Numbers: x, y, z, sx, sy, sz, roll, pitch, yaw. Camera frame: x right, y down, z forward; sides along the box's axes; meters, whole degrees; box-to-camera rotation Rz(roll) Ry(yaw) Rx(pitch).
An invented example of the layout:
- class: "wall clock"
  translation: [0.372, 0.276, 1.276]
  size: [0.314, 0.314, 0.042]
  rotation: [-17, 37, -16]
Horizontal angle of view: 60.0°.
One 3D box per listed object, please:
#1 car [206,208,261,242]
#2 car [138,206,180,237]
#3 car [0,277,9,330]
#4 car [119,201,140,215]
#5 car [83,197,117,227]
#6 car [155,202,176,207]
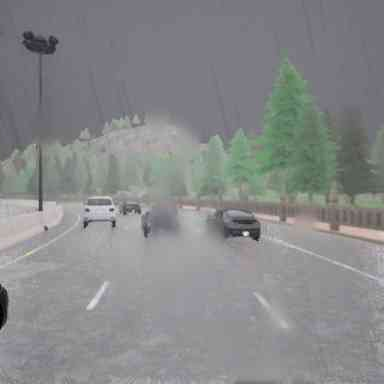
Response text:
- class: "car"
  translation: [1.958, 1.577, 16.923]
  size: [1.837, 1.490, 4.892]
  rotation: [0, 0, -9]
- class: "car"
  translation: [-1.917, 1.696, 18.966]
  size: [1.895, 1.301, 4.718]
  rotation: [0, 0, -11]
- class: "car"
  translation: [-3.541, 1.246, 2.251]
  size: [2.150, 2.045, 5.566]
  rotation: [0, 0, -2]
- class: "car"
  translation: [-6.781, 1.697, 36.147]
  size: [1.837, 1.490, 4.892]
  rotation: [0, 0, -20]
- class: "car"
  translation: [-6.670, 1.358, 24.269]
  size: [2.150, 2.045, 5.566]
  rotation: [0, 0, -14]
- class: "car"
  translation: [-2.911, 1.740, 35.670]
  size: [1.994, 1.385, 4.181]
  rotation: [0, 0, -19]
